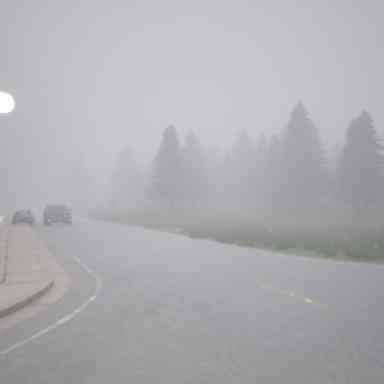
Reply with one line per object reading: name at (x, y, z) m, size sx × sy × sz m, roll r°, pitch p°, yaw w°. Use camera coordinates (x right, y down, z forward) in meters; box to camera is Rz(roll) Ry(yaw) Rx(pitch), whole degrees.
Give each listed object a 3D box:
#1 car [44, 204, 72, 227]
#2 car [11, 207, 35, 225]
car at (-13.478, 2.270, 33.186) m, size 2.150 × 2.045 × 5.566 m, roll 0°, pitch -2°, yaw -28°
car at (-17.280, 2.583, 34.183) m, size 1.816 × 1.474 × 4.193 m, roll 7°, pitch -6°, yaw -30°
